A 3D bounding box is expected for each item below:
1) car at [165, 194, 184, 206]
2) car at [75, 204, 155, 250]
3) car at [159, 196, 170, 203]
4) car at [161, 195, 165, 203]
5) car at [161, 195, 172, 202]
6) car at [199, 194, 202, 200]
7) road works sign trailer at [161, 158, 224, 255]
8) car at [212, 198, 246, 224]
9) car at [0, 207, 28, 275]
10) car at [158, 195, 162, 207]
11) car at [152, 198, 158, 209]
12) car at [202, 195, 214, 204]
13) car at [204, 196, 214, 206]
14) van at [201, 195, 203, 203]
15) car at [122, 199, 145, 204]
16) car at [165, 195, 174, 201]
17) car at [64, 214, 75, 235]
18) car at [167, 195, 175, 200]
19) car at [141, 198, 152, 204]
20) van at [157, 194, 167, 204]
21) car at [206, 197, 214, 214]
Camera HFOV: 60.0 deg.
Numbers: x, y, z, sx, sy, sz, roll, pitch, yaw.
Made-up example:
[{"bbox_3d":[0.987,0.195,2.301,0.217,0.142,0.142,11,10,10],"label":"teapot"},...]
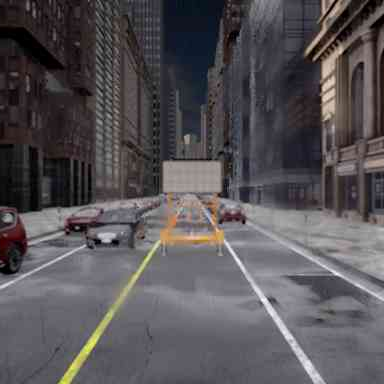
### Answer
[{"bbox_3d":[-2.972,1.488,56.793,2.033,1.411,5.357,0,0,0],"label":"car"},{"bbox_3d":[-3.094,1.498,14.477,2.128,1.511,4.902,0,0,0],"label":"car"},{"bbox_3d":[-5.725,1.620,69.348,1.802,1.307,4.206,0,0,0],"label":"car"},{"bbox_3d":[-5.734,1.572,52.543,1.887,1.381,4.507,0,0,0],"label":"car"},{"bbox_3d":[-5.722,1.481,74.950,1.967,1.590,4.097,0,0,0],"label":"car"},{"bbox_3d":[2.797,1.579,63.752,1.887,1.381,4.507,0,0,0],"label":"car"},{"bbox_3d":[0.006,0.470,13.218,2.380,3.560,2.880,0,0,0],"label":"road works sign trailer"},{"bbox_3d":[2.778,1.452,24.536,1.967,1.590,4.097,0,0,0],"label":"car"},{"bbox_3d":[-5.756,1.318,7.728,2.192,1.841,5.009,0,0,0],"label":"car"},{"bbox_3d":[-5.737,1.569,46.940,1.887,1.381,4.507,0,0,0],"label":"car"},{"bbox_3d":[-5.739,1.461,41.339,1.967,1.590,4.097,0,0,0],"label":"car"},{"bbox_3d":[2.789,1.569,46.945,1.887,1.381,4.507,0,0,0],"label":"car"},{"bbox_3d":[2.786,1.566,41.343,1.887,1.381,4.507,0,0,0],"label":"car"},{"bbox_3d":[2.792,1.369,52.547,1.690,1.788,3.998,0,0,0],"label":"van"},{"bbox_3d":[-5.745,1.597,30.135,1.802,1.307,4.206,0,0,0],"label":"car"},{"bbox_3d":[-5.716,1.488,86.153,1.967,1.590,4.097,0,0,0],"label":"car"},{"bbox_3d":[-5.751,1.553,18.932,1.887,1.381,4.507,0,0,0],"label":"car"},{"bbox_3d":[-5.714,1.617,91.755,1.947,1.339,4.313,0,0,0],"label":"car"},{"bbox_3d":[-5.742,1.543,35.567,1.752,1.417,4.829,0,0,0],"label":"car"},{"bbox_3d":[-5.727,1.375,63.747,1.690,1.788,3.998,0,0,0],"label":"van"},{"bbox_3d":[2.783,1.543,35.911,1.752,1.417,4.829,0,0,0],"label":"car"}]
